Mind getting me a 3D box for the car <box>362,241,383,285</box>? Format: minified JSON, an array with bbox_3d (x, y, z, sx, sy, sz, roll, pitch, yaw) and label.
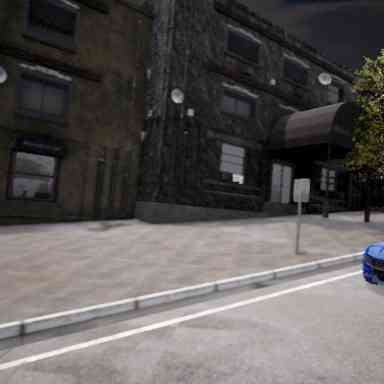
[{"bbox_3d":[6.297,1.497,8.480,5.008,1.535,1.882,0,0,-35],"label":"car"}]
